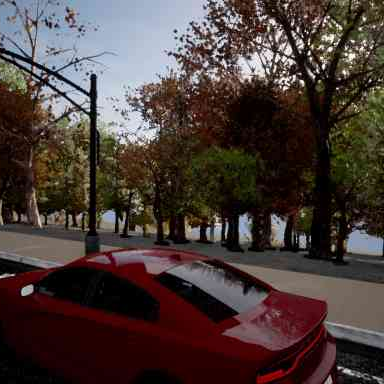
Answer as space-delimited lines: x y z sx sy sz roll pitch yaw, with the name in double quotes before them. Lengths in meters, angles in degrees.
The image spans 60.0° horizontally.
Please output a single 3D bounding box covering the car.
"car" -0.859 1.477 4.289 5.008 1.535 1.882 0 0 35
